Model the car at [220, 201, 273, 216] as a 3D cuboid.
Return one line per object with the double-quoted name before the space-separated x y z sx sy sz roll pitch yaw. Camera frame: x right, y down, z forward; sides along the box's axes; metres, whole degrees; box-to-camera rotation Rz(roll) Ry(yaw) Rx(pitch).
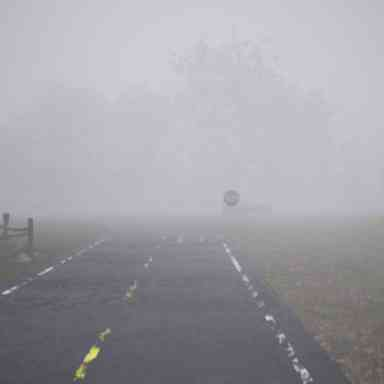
"car" 4.972 1.485 30.735 4.718 1.301 1.895 -1 -1 0
